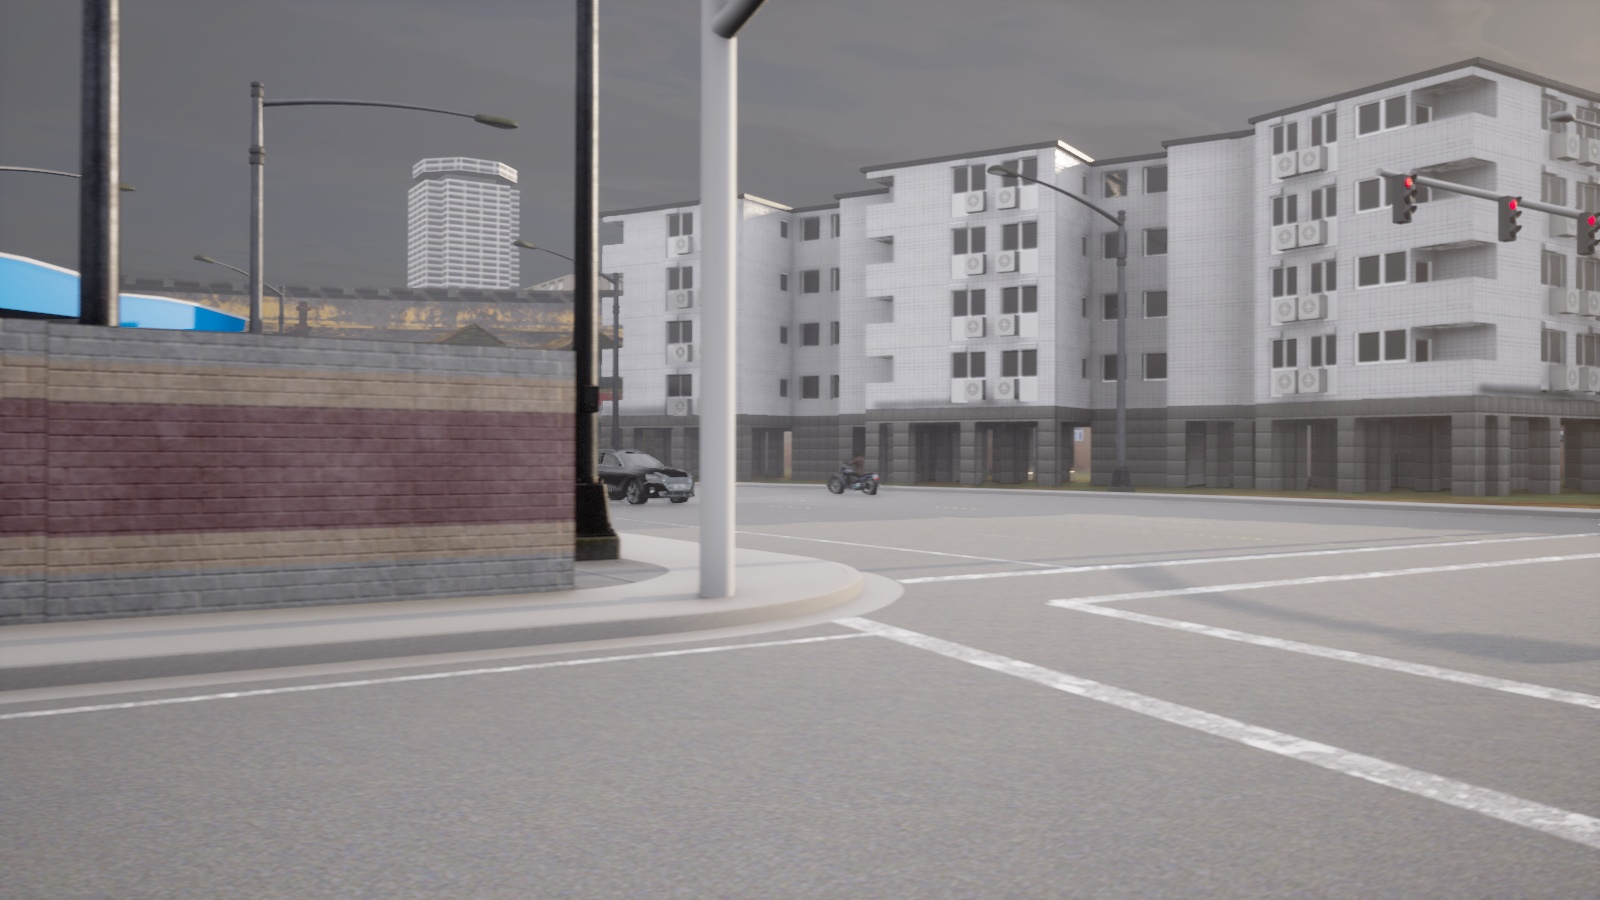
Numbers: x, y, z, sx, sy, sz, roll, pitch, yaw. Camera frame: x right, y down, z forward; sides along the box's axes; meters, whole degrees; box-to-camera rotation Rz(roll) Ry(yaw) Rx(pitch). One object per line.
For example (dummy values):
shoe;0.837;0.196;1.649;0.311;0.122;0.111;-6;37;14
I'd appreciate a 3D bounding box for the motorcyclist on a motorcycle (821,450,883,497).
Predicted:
motorcyclist on a motorcycle;1.873;0.841;45.542;2.350;1.649;0.766;0;0;45

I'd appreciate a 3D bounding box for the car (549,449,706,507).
car;-5.251;0.801;37.810;4.856;1.649;2.033;0;0;43
